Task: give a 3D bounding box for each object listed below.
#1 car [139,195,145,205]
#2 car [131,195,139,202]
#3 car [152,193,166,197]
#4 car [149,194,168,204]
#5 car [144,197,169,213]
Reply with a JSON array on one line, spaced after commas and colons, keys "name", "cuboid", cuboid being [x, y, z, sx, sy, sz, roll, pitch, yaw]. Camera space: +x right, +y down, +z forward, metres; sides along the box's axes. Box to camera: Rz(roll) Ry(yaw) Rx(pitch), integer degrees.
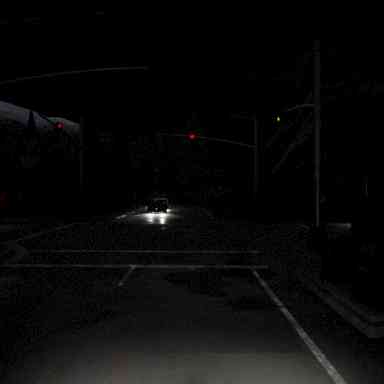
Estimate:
[{"name": "car", "cuboid": [-7.207, 1.601, 56.782, 1.895, 1.301, 4.718, 0, 0, -21]}, {"name": "car", "cuboid": [-12.345, 1.480, 73.213, 4.902, 1.511, 2.128, 0, 0, 42]}, {"name": "car", "cuboid": [-4.542, 1.223, 46.393, 2.150, 2.045, 5.566, 0, 0, -10]}, {"name": "car", "cuboid": [-6.596, 1.352, 64.907, 2.097, 1.767, 4.553, 0, 0, -27]}, {"name": "car", "cuboid": [-3.757, 1.564, 36.485, 1.994, 1.385, 4.181, 0, 0, -2]}]
